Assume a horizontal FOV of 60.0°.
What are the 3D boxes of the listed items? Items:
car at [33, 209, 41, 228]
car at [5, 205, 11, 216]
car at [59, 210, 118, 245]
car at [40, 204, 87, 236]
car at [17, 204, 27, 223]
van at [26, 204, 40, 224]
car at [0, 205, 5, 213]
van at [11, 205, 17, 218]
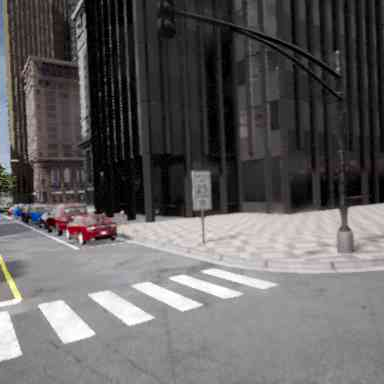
[{"bbox_3d":[-10.924,2.173,26.153,1.802,1.307,4.206,-4,1,-33],"label":"car"},{"bbox_3d":[-27.283,2.975,51.304,1.802,1.307,4.206,-4,1,-33],"label":"car"},{"bbox_3d":[-5.394,1.862,17.617,1.887,1.381,4.507,-4,1,-33],"label":"car"},{"bbox_3d":[-8.175,1.770,21.883,2.192,1.841,5.009,-4,1,-33],"label":"car"},{"bbox_3d":[-16.473,2.179,34.686,2.192,1.841,5.009,-4,1,-33],"label":"car"},{"bbox_3d":[-13.706,2.069,30.419,1.690,1.788,3.998,-4,1,-33],"label":"van"},{"bbox_3d":[-35.785,3.371,64.387,1.947,1.339,4.313,-4,1,-33],"label":"car"},{"bbox_3d":[-22.004,2.476,43.222,1.690,1.788,3.998,-4,1,-33],"label":"van"}]
